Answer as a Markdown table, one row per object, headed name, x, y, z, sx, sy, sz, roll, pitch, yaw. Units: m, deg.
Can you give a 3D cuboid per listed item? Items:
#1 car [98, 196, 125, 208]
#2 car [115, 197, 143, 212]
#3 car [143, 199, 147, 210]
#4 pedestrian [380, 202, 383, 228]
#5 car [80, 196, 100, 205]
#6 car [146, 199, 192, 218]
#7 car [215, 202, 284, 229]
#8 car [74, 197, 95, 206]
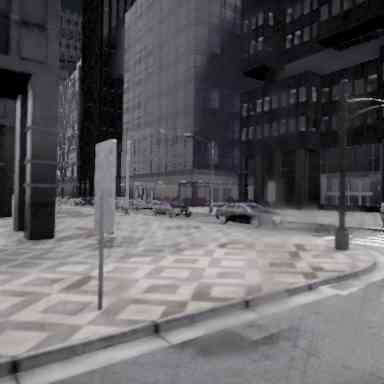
| name | x | y | z | sx | sy | sz | roll | pitch | yaw |
| --- | --- | --- | --- | --- | --- | --- | --- | --- | --- |
| car | -11.721 | 1.381 | 48.060 | 2.128 | 1.511 | 4.902 | 2 | -1 | -36 |
| car | -7.558 | 1.402 | 36.666 | 1.812 | 1.442 | 4.674 | 2 | -1 | -35 |
| car | -6.017 | 1.503 | 39.984 | 1.994 | 1.385 | 4.181 | 2 | -1 | -35 |
| pedestrian | 11.748 | 1.235 | 20.207 | 0.375 | 1.860 | 0.375 | 2 | -1 | -35 |
| car | -17.108 | 1.432 | 55.644 | 1.895 | 1.301 | 4.718 | 2 | 0 | -35 |
| car | -1.794 | 1.476 | 28.517 | 1.994 | 1.385 | 4.181 | 2 | -1 | -36 |
| car | 3.509 | 1.432 | 21.024 | 2.128 | 1.511 | 4.902 | 2 | -1 | -36 |
| car | -15.626 | 1.372 | 48.189 | 1.994 | 1.385 | 4.181 | 2 | -1 | -35 |
